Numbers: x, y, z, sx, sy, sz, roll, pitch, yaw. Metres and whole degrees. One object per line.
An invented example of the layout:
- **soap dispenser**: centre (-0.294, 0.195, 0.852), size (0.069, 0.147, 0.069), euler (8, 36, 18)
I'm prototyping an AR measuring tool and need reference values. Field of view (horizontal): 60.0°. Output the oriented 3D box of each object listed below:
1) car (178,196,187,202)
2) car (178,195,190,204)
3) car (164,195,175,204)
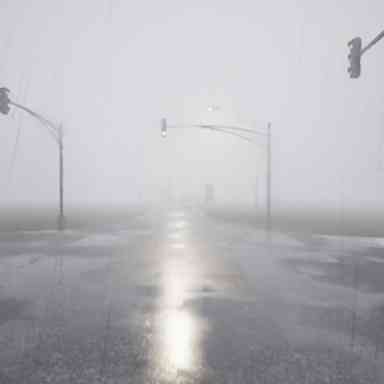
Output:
- **car**: centre (-2.150, 1.531, 72.485), size (1.895, 1.301, 4.718), euler (0, 0, -4)
- **car**: centre (-1.558, 1.364, 62.410), size (2.097, 1.767, 4.553), euler (0, 0, -3)
- **car**: centre (-4.541, 1.434, 66.509), size (2.097, 1.767, 4.553), euler (0, 0, -3)
